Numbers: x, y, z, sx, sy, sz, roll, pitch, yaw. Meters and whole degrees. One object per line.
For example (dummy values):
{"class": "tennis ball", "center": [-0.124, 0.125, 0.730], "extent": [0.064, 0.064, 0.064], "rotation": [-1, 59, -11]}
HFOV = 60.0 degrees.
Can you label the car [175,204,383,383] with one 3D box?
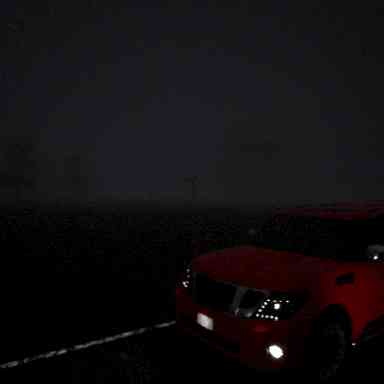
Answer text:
{"class": "car", "center": [2.412, 1.257, 5.704], "extent": [5.566, 2.045, 2.150], "rotation": [0, 0, -35]}
